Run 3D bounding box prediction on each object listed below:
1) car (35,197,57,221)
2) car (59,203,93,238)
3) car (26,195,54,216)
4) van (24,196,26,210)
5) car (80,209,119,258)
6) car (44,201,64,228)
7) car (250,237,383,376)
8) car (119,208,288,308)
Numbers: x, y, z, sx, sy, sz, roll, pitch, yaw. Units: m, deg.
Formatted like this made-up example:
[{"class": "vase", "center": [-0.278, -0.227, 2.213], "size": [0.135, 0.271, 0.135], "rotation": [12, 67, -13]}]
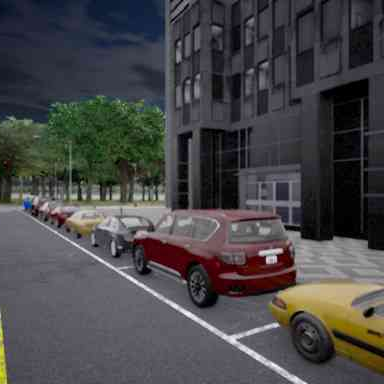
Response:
[{"class": "car", "center": [-11.094, 1.428, 26.672], "size": [1.967, 1.590, 4.097], "rotation": [0, 0, -31]}, {"class": "car", "center": [-5.533, 1.516, 17.525], "size": [1.752, 1.417, 4.829], "rotation": [0, 0, -31]}, {"class": "car", "center": [-13.920, 1.302, 31.318], "size": [2.192, 1.841, 5.009], "rotation": [0, 0, -31]}, {"class": "van", "center": [-16.744, 1.328, 35.965], "size": [1.690, 1.788, 3.998], "rotation": [0, 0, -31]}, {"class": "car", "center": [-2.619, 1.543, 12.734], "size": [2.008, 1.369, 4.403], "rotation": [0, 0, -31]}, {"class": "car", "center": [-8.269, 1.534, 22.026], "size": [1.887, 1.381, 4.507], "rotation": [0, 0, -31]}, {"class": "car", "center": [2.942, 1.523, 3.587], "size": [1.752, 1.417, 4.829], "rotation": [0, 0, -31]}, {"class": "car", "center": [0.205, 1.310, 8.087], "size": [2.192, 1.841, 5.009], "rotation": [0, 0, -31]}]
